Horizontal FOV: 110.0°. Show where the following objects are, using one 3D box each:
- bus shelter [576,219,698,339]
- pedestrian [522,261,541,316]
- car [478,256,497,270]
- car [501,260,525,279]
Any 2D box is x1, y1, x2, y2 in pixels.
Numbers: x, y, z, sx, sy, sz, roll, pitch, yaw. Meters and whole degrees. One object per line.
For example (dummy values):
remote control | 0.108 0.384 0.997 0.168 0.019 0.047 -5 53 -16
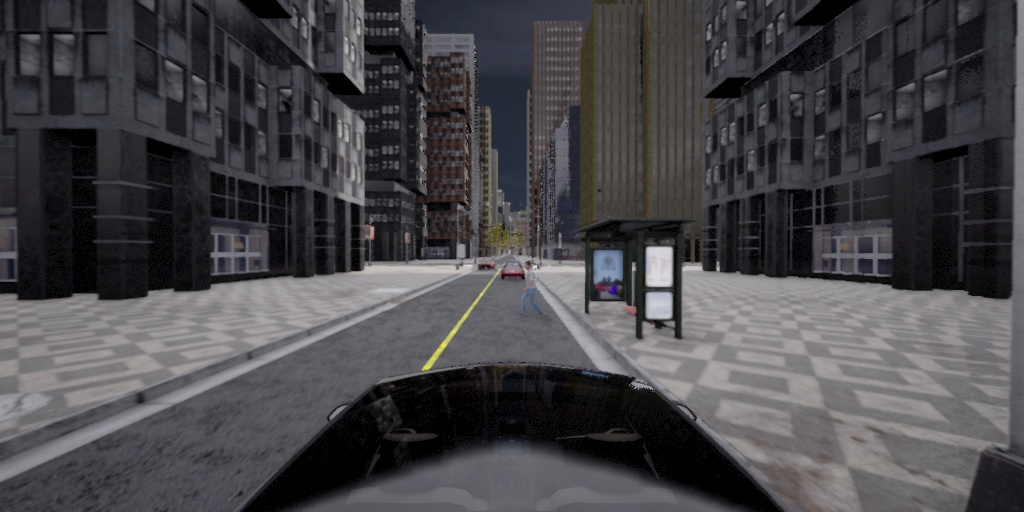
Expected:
bus shelter | 3.134 0.578 9.847 1.920 2.740 3.880 0 0 0
pedestrian | 0.608 0.985 11.378 0.375 1.860 0.375 0 1 -10
car | -3.031 0.836 44.686 2.097 1.767 4.553 0 0 0
car | 0.080 1.141 30.210 1.994 1.385 4.181 0 0 0
